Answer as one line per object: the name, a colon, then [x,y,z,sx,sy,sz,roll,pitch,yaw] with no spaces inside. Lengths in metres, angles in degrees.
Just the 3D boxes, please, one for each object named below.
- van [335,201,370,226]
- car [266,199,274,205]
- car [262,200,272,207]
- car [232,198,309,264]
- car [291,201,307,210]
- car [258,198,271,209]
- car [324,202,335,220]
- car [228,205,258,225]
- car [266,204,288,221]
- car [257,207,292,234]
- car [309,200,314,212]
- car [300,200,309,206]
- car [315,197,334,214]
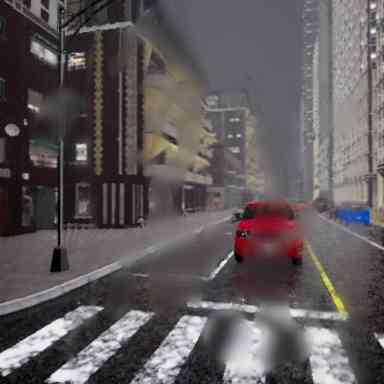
van: [12.493,1.636,25.749,1.690,1.788,3.998,0,-1,15]
car: [20.574,2.632,87.746,1.752,1.417,4.829,0,-1,15]
car: [16.196,2.457,71.552,1.947,1.339,4.313,0,-1,15]
car: [2.962,1.361,12.801,2.150,2.045,5.566,0,-1,13]
car: [18.128,2.237,56.445,2.033,1.411,5.357,0,-1,13]
car: [13.248,2.064,60.651,2.192,1.841,5.009,0,-1,15]
car: [13.967,1.914,31.199,2.008,1.369,4.403,0,-1,15]
car: [4.403,1.881,27.934,2.008,1.369,4.403,0,-1,15]
car: [8.305,1.948,32.387,1.994,1.385,4.181,0,-1,15]
car: [5.667,1.810,22.685,2.033,1.411,5.357,0,-1,15]
car: [15.642,1.924,47.341,2.097,1.767,4.553,0,-1,15]
car: [27.234,2.582,80.270,1.802,1.307,4.206,0,-1,15]
car: [17.736,1.873,43.523,2.097,1.767,4.553,0,-1,15]
